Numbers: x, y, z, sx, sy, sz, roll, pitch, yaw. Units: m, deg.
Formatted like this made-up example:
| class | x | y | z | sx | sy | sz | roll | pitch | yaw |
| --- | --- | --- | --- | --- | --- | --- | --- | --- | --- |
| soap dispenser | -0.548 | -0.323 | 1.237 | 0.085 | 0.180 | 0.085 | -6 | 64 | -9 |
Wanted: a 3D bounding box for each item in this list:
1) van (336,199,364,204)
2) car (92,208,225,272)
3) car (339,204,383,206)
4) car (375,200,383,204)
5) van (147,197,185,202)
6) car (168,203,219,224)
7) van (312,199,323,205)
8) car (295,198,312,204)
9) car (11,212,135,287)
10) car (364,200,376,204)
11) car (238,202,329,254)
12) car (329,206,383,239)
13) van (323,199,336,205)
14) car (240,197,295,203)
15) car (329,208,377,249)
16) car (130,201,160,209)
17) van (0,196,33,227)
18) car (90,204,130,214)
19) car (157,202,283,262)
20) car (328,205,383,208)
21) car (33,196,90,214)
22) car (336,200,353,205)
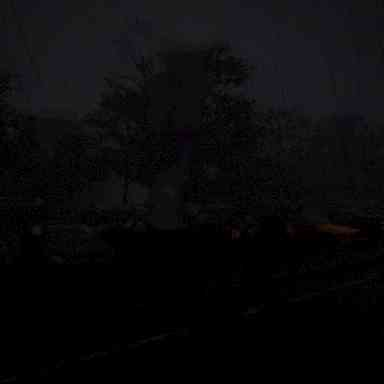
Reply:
| class | x | y | z | sx | sy | sz | roll | pitch | yaw |
| --- | --- | --- | --- | --- | --- | --- | --- | --- | --- |
| van | 18.247 | 1.828 | 41.162 | 1.878 | 1.987 | 4.442 | 1 | -1 | -36 |
| car | -1.411 | 1.530 | 11.215 | 2.097 | 1.535 | 5.008 | 1 | -1 | -35 |
| car | 12.256 | 1.787 | 20.735 | 1.946 | 1.575 | 5.366 | 1 | -1 | -35 |
| car | 22.553 | 2.186 | 44.400 | 2.163 | 1.488 | 4.792 | 2 | -1 | -35 |
| van | -2.298 | 1.434 | 26.795 | 1.878 | 1.987 | 4.442 | 1 | -1 | -35 |
| car | 0.020 | 1.744 | 28.307 | 2.002 | 1.452 | 4.674 | 1 | -1 | -35 |
| van | 11.473 | 1.696 | 36.323 | 1.878 | 1.987 | 4.442 | 1 | -1 | -35 |
| car | 9.167 | 1.627 | 34.789 | 2.435 | 2.045 | 5.566 | 1 | -1 | -35 |
| car | -3.677 | 1.527 | 9.610 | 2.002 | 1.452 | 4.674 | 1 | -1 | -35 |
| car | 20.404 | 2.133 | 42.869 | 2.163 | 1.488 | 4.792 | 1 | -1 | -35 |
| car | 3.126 | 1.492 | 14.417 | 2.185 | 1.767 | 4.553 | 1 | -1 | -35 |
| car | 7.631 | 1.705 | 17.659 | 2.231 | 1.521 | 4.892 | 1 | -1 | -35 |
| van | 13.593 | 1.739 | 38.121 | 1.878 | 1.987 | 4.442 | 1 | -1 | -35 |
| car | 6.911 | 1.584 | 33.181 | 2.435 | 2.045 | 5.566 | 1 | -1 | -35 |
| car | 5.475 | 1.658 | 15.902 | 1.946 | 1.575 | 5.366 | 1 | -1 | -35 |
| car | -4.386 | 1.659 | 25.161 | 2.002 | 1.452 | 4.674 | 1 | -1 | -35 |
| van | -11.321 | 1.262 | 20.364 | 1.878 | 1.987 | 4.442 | 1 | -1 | -35 |
| car | -6.640 | 1.576 | 23.550 | 2.097 | 1.535 | 5.008 | 1 | -1 | -35 |
| car | 0.866 | 1.448 | 12.806 | 2.185 | 1.767 | 4.553 | 1 | -1 | -35 |
| car | 9.884 | 1.748 | 19.280 | 2.231 | 1.521 | 4.892 | 1 | -1 | -35 |
| car | -8.980 | 1.279 | 21.854 | 2.435 | 2.045 | 5.566 | 1 | -1 | -35 |
| car | 15.910 | 2.008 | 39.636 | 2.097 | 1.535 | 5.008 | 1 | -1 | -35 |
